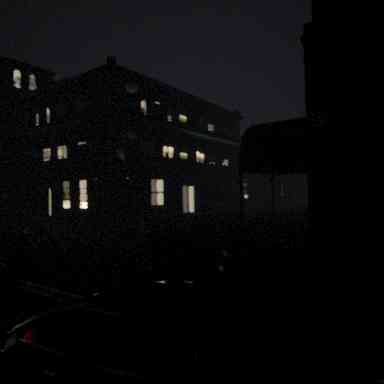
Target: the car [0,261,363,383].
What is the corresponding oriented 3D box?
[{"bbox_3d":[-0.633,1.592,3.340,4.313,1.339,1.947,-1,-1,36],"label":"car"}]
